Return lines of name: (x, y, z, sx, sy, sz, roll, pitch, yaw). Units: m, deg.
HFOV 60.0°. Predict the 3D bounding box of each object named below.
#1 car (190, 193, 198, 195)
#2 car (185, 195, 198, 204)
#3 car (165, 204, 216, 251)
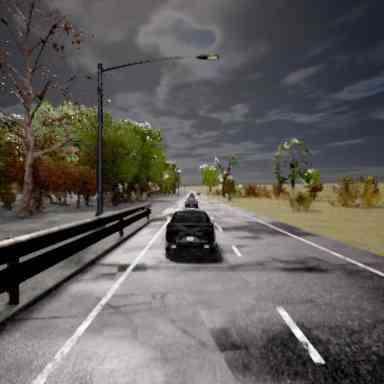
car: (-0.050, 1.484, 81.345, 1.994, 1.385, 4.181, 0, 0, 0)
car: (-0.056, 1.575, 48.784, 1.895, 1.301, 4.718, 0, 0, 0)
car: (-0.060, 1.476, 14.063, 1.882, 1.535, 5.008, 0, 0, 0)
